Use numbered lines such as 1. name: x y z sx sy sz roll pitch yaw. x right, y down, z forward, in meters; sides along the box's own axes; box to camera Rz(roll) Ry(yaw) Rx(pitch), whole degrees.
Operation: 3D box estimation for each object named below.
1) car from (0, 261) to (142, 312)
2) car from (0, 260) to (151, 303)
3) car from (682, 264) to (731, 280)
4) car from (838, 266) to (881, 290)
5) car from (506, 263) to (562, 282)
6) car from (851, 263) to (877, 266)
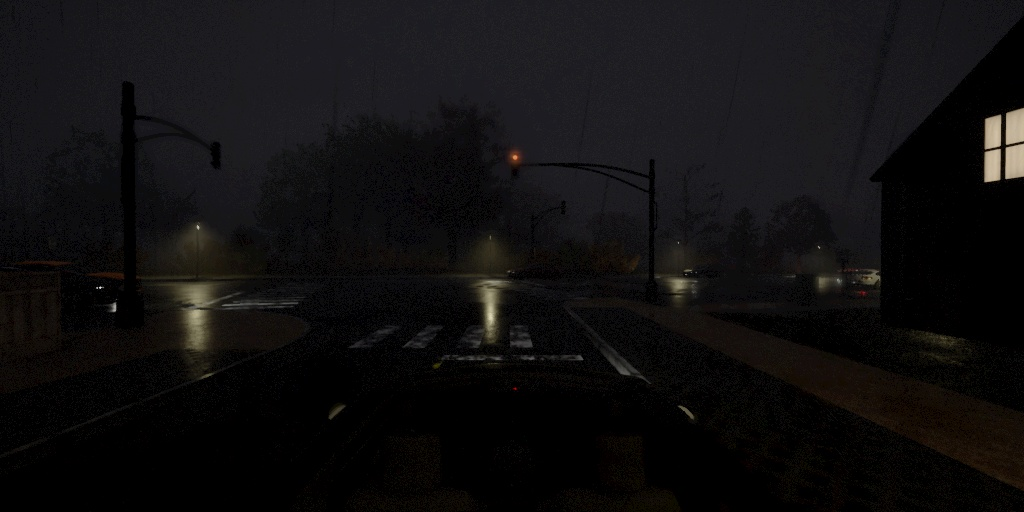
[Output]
1. car: -15.956 1.019 11.850 4.902 1.511 2.128 1 0 -22
2. car: -18.328 0.957 14.409 5.008 1.535 1.882 1 0 -21
3. car: 18.897 1.542 34.823 4.892 1.490 1.837 1 0 -17
4. car: 27.363 1.743 27.012 4.674 1.442 1.812 1 0 -17
5. car: 1.804 1.302 29.162 4.674 1.442 1.812 1 0 -19
6. car: 39.545 1.704 40.700 4.553 1.767 2.097 1 0 -15
